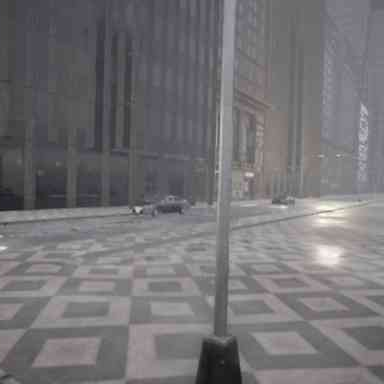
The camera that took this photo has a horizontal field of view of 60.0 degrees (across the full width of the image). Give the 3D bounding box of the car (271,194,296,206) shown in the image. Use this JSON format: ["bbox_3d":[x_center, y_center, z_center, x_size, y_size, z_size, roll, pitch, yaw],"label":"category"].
[{"bbox_3d":[11.746,1.017,42.679,1.994,1.385,4.181,2,1,36],"label":"car"}]

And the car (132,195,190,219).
[{"bbox_3d":[-2.092,0.977,23.583,2.128,1.511,4.902,2,1,36],"label":"car"}]
